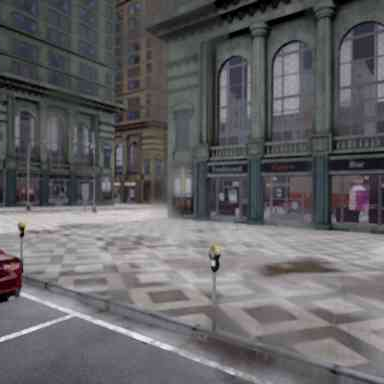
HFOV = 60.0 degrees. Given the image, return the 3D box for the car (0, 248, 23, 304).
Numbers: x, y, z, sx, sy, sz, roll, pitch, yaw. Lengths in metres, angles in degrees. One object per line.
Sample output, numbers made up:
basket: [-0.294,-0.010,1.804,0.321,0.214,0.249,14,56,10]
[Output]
car: [-5.203,1.449,6.693,4.507,1.381,1.887,1,0,35]
